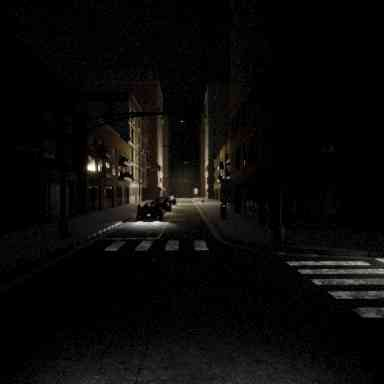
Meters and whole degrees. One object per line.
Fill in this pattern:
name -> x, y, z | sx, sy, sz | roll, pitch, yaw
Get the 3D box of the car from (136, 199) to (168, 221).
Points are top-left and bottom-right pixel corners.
car -> -3.276, 1.558, 26.825 | 1.994, 1.385, 4.181 | 0, 0, -1

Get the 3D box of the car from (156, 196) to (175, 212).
car -> -3.440, 1.338, 38.226 | 2.097, 1.767, 4.553 | 0, 0, -1
